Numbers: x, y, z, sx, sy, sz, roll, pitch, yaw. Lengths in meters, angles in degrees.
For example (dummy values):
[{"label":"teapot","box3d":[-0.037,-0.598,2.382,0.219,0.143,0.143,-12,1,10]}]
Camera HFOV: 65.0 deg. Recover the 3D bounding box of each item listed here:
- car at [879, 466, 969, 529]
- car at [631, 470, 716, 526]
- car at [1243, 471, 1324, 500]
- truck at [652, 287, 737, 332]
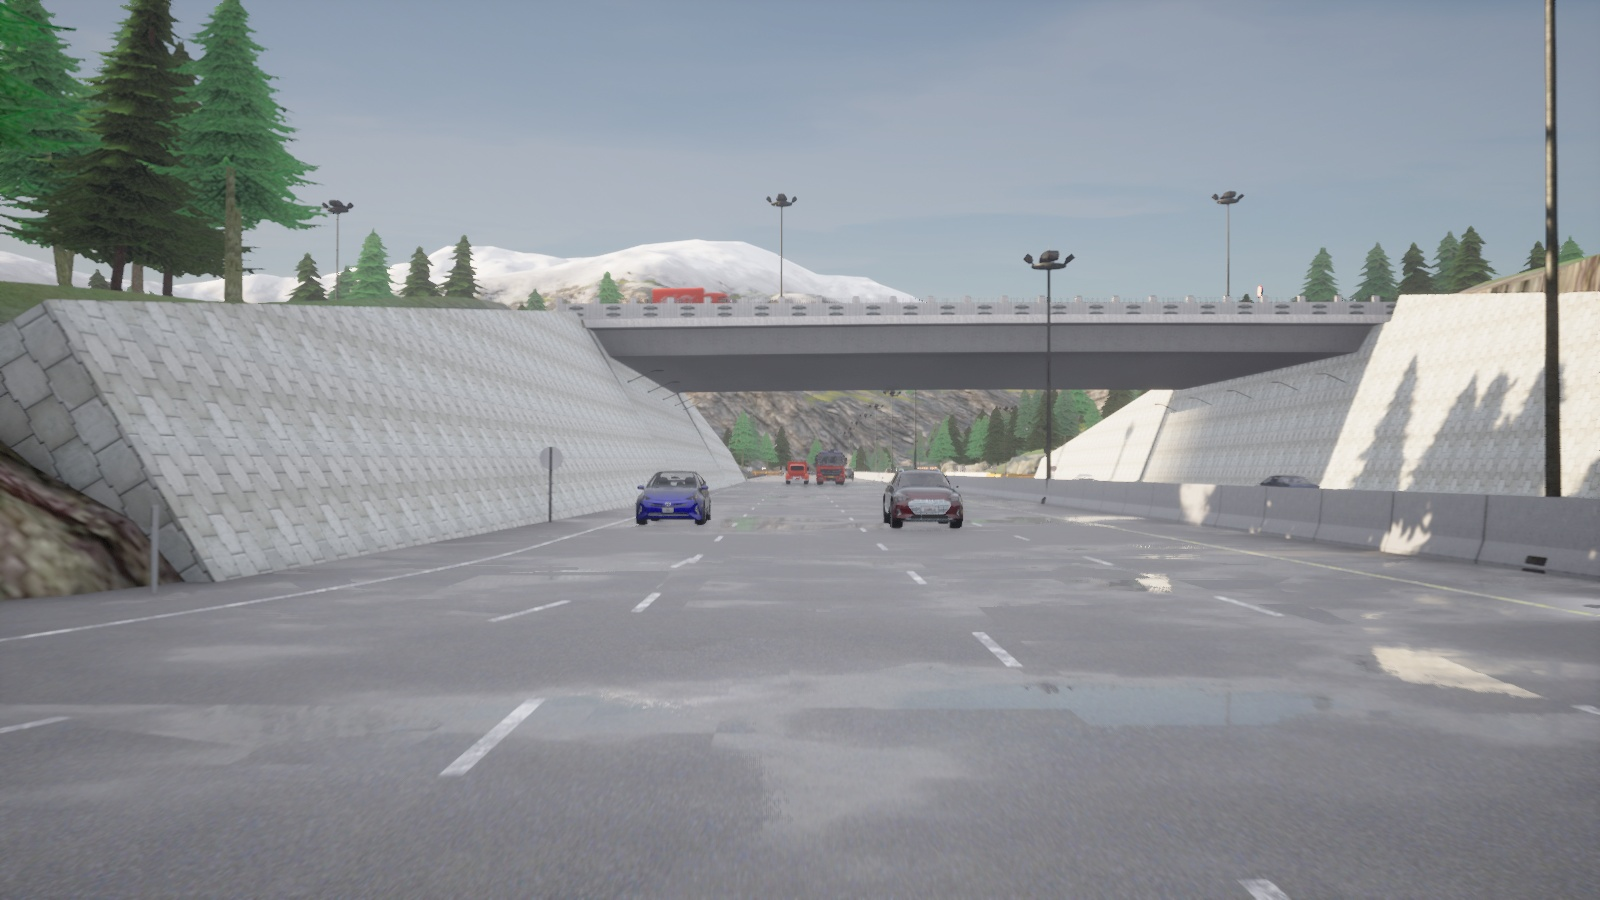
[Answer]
[{"label":"car","box3d":[3.414,1.288,35.399,2.033,1.649,4.856,0,-1,0]},{"label":"car","box3d":[-3.588,1.348,36.402,2.007,1.525,4.514,0,-1,0]},{"label":"car","box3d":[24.347,1.764,63.484,2.033,1.411,5.357,0,-1,0]},{"label":"truck","box3d":[-6.745,-9.047,81.030,5.204,2.467,2.627,-1,-1,0]}]
